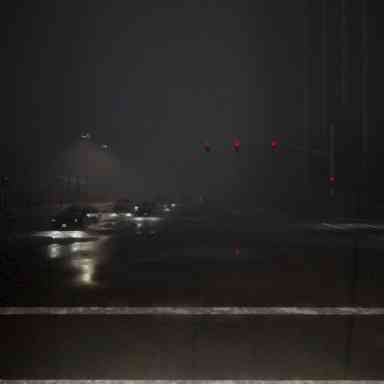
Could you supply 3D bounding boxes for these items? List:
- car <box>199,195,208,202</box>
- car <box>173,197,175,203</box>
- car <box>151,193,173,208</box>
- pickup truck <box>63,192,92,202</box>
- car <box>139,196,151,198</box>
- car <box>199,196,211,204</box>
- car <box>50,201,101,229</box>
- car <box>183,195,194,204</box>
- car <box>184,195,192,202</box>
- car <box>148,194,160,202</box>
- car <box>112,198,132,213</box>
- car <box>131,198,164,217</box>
[{"bbox_3d":[2.559,1.524,75.212,1.812,1.442,4.674,0,0,-1],"label":"car"},{"bbox_3d":[-4.374,1.601,66.315,1.895,1.301,4.718,0,0,0],"label":"car"},{"bbox_3d":[-4.274,1.221,48.164,2.150,2.045,5.566,0,0,-1],"label":"car"},{"bbox_3d":[-20.915,1.059,60.050,2.390,2.098,6.274,0,0,30],"label":"pickup truck"},{"bbox_3d":[-7.819,1.490,53.513,2.128,1.511,4.902,0,0,0],"label":"car"},{"bbox_3d":[2.760,1.491,64.828,2.128,1.511,4.902,0,0,-1],"label":"car"},{"bbox_3d":[-7.435,1.548,21.876,2.033,1.411,5.357,0,0,-1],"label":"car"},{"bbox_3d":[-0.746,1.352,65.413,2.097,1.767,4.553,0,0,-1],"label":"car"},{"bbox_3d":[-0.944,1.478,75.417,1.882,1.535,5.008,0,0,-1],"label":"car"},{"bbox_3d":[-7.887,1.208,69.585,1.882,1.535,5.008,0,0,-1],"label":"car"},{"bbox_3d":[-7.672,1.477,37.713,1.882,1.535,5.008,0,0,-1],"label":"car"},{"bbox_3d":[-4.099,1.547,31.749,2.033,1.411,5.357,0,0,-1],"label":"car"}]
